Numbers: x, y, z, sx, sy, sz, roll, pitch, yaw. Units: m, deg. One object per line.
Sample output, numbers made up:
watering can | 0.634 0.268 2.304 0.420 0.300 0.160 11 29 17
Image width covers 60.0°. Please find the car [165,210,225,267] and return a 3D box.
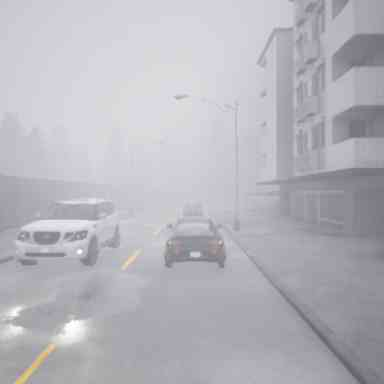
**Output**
car | 0.096 1.567 11.501 1.812 1.442 4.674 0 0 0

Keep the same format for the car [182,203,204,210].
car | 0.098 1.655 30.162 2.033 1.411 5.357 0 0 0

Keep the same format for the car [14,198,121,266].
car | -4.100 1.264 12.023 2.150 2.045 5.566 0 0 0
